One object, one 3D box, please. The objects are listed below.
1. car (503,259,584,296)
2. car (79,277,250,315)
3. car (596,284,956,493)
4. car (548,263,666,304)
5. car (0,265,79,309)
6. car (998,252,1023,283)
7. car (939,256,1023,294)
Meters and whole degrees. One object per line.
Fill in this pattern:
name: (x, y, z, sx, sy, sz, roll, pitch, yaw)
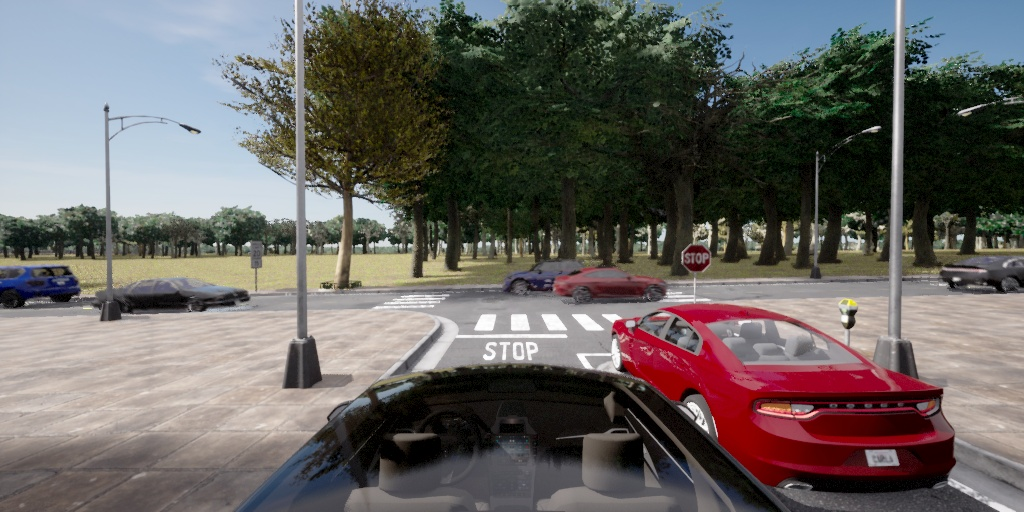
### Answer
car: (1.780, 0.995, 18.155, 4.553, 1.767, 2.097, -1, 1, 0)
car: (-14.312, 1.626, 15.193, 5.357, 1.411, 2.033, -1, 1, 0)
car: (2.633, 1.294, 4.770, 1.888, 1.381, 4.507, 0, 0, 0)
car: (4.094, 1.167, 15.210, 4.674, 1.442, 1.812, -1, 1, 0)
car: (-25.477, 1.525, 18.126, 5.566, 2.045, 2.150, -1, 1, 0)
car: (28.340, 0.539, 18.182, 4.892, 1.490, 1.837, -1, 1, 0)
car: (21.307, 0.735, 15.228, 4.902, 1.511, 2.128, -1, 1, 0)
